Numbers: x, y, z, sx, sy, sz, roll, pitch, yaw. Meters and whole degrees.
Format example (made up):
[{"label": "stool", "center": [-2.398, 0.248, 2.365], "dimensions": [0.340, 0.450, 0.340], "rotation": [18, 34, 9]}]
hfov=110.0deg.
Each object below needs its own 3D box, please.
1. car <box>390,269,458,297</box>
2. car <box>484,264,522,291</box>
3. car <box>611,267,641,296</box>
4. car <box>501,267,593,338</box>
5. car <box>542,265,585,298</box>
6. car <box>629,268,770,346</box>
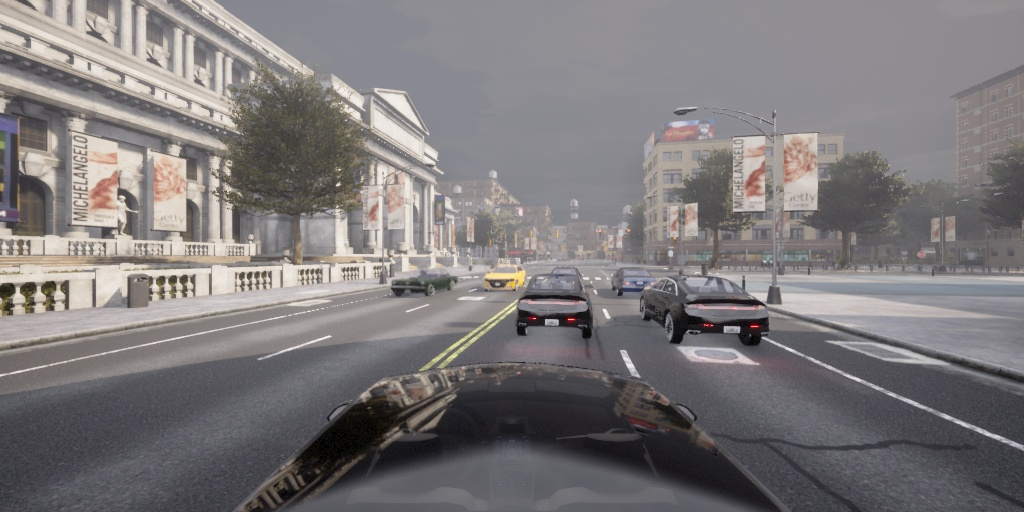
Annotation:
[{"label": "car", "center": [-4.470, 1.351, 18.926], "dimensions": [1.895, 1.301, 4.718], "rotation": [0, 0, 11]}, {"label": "car", "center": [-0.319, 1.273, 21.927], "dimensions": [1.882, 1.535, 5.008], "rotation": [0, 0, 11]}, {"label": "car", "center": [6.386, 1.297, 19.080], "dimensions": [2.033, 1.411, 5.357], "rotation": [0, 0, 11]}, {"label": "car", "center": [1.265, 1.242, 10.248], "dimensions": [2.128, 1.511, 4.902], "rotation": [0, 0, 9]}, {"label": "car", "center": [2.937, 1.297, 19.724], "dimensions": [2.033, 1.411, 5.357], "rotation": [0, 0, 11]}, {"label": "car", "center": [4.701, 1.242, 9.474], "dimensions": [2.128, 1.511, 4.902], "rotation": [0, 0, 9]}]
